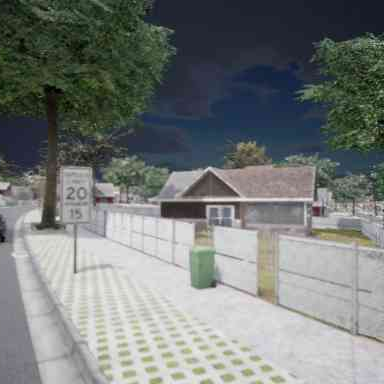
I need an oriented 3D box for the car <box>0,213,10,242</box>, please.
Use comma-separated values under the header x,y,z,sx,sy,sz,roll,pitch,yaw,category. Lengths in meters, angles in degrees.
x,y,z,sx,sy,sz,roll,pitch,yaw,category
-11.048,1.821,17.960,1.837,1.490,4.892,1,-1,-28,car
